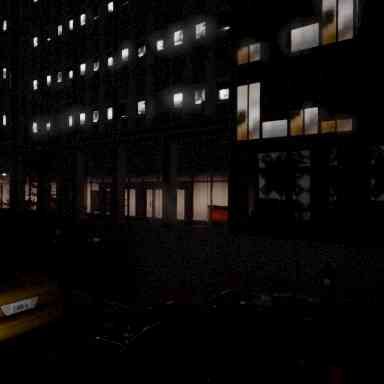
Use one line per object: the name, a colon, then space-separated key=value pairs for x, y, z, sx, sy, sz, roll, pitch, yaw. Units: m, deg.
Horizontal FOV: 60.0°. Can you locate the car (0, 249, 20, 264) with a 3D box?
car: x=-4.215 y=1.524 z=5.888 sx=4.829 sy=1.417 sz=1.752 roll=0 pitch=1 yaw=36

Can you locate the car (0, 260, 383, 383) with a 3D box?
car: x=0.543 y=1.440 z=2.478 sx=4.097 sy=1.590 sz=1.967 roll=0 pitch=1 yaw=36
